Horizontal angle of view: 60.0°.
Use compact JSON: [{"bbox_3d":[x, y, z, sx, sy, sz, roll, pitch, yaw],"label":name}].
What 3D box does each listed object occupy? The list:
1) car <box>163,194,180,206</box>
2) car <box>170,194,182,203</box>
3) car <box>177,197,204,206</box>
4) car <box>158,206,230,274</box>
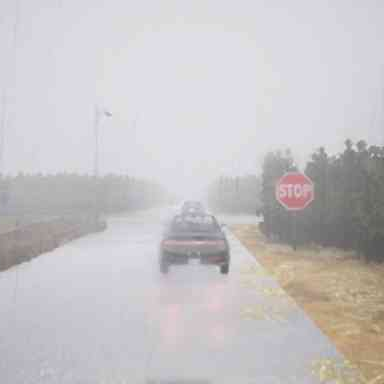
[{"bbox_3d":[-3.182,1.126,49.969,2.097,1.767,4.553,0,0,0],"label":"car"},{"bbox_3d":[-3.128,1.293,65.341,2.097,1.767,4.553,0,-1,0],"label":"car"},{"bbox_3d":[0.064,1.397,27.975,2.033,1.411,5.357,-1,0,0],"label":"car"},{"bbox_3d":[0.071,1.410,10.285,2.128,1.511,4.902,0,0,0],"label":"car"}]
